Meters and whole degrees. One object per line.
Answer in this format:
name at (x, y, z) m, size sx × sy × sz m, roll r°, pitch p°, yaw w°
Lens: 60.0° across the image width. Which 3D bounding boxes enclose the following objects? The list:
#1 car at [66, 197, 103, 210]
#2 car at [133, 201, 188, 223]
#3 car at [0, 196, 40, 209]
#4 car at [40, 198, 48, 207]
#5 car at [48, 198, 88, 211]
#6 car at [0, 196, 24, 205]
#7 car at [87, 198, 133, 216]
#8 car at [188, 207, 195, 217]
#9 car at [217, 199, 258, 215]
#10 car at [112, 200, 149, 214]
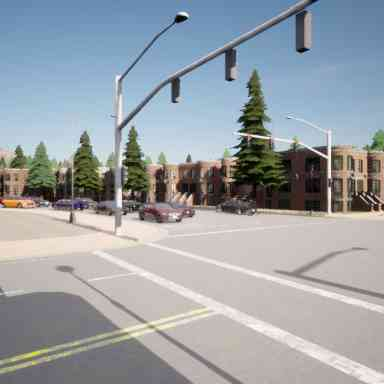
car at (-14.256, 1.492, 43.852) m, size 4.902 × 1.511 × 2.128 m, roll 0°, pitch 0°, yaw 36°
car at (-2.543, 1.526, 25.566) m, size 1.812 × 1.442 × 4.674 m, roll 0°, pitch 0°, yaw -35°
car at (-23.615, 1.352, 45.436) m, size 4.553 × 1.767 × 2.097 m, roll 0°, pitch 0°, yaw 25°
car at (-23.202, 1.492, 49.116) m, size 4.902 × 1.511 × 2.128 m, roll 0°, pitch 0°, yaw 23°
car at (-14.898, 1.601, 40.030) m, size 4.718 × 1.301 × 1.895 m, roll 0°, pitch 0°, yaw 38°
car at (-32.659, 1.478, 59.056) m, size 5.008 × 1.535 × 1.882 m, roll 0°, pitch 0°, yaw 9°
car at (-8.215, 1.547, 33.250) m, size 2.033 × 1.411 × 5.357 m, roll 0°, pitch 0°, yaw -38°
car at (-1.553, 1.564, 30.084) m, size 1.994 × 1.385 × 4.181 m, roll 0°, pitch 0°, yaw -37°
car at (4.517, 1.505, 33.981) m, size 1.837 × 1.490 × 4.892 m, roll 0°, pitch 0°, yaw -35°
car at (-6.908, 1.601, 37.017) m, size 1.895 × 1.301 × 4.718 m, roll 0°, pitch 0°, yaw -41°
